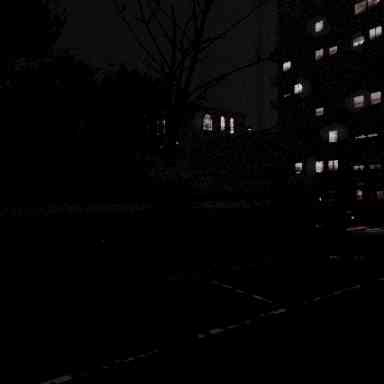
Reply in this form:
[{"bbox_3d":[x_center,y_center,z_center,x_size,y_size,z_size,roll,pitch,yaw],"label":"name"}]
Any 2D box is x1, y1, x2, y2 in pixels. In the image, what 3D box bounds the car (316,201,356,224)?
[{"bbox_3d":[10.972,1.749,27.642,1.837,1.490,4.892,-1,0,-37],"label":"car"}]
